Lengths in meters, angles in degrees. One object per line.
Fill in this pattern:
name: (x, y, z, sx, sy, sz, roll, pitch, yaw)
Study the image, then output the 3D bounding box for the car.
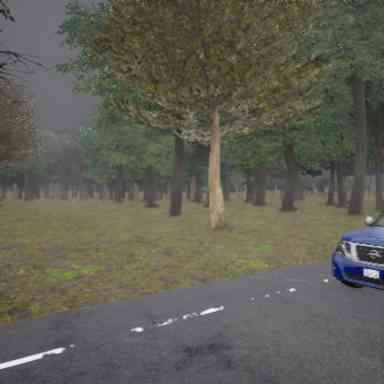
car: (5.703, 1.178, 7.818, 5.566, 2.045, 2.150, 0, 0, -33)
